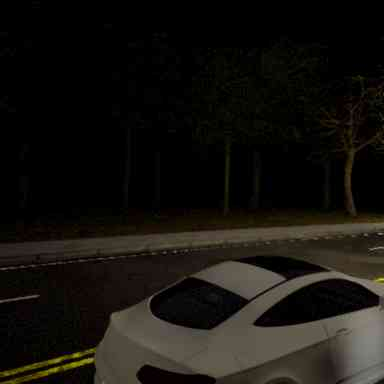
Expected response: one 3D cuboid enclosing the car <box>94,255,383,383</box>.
[{"bbox_3d":[1.204,1.554,4.106,4.674,1.442,1.812,1,0,-34],"label":"car"}]
